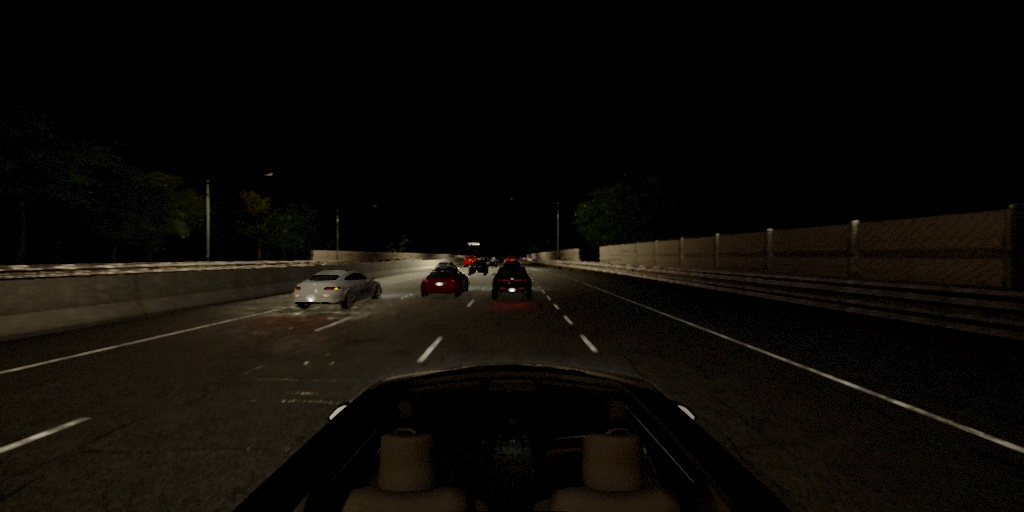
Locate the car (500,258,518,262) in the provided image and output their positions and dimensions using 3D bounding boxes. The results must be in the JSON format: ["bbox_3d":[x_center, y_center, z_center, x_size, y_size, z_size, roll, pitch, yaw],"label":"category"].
[{"bbox_3d":[0.008,1.224,38.183,1.882,1.535,5.008,0,0,0],"label":"car"}]

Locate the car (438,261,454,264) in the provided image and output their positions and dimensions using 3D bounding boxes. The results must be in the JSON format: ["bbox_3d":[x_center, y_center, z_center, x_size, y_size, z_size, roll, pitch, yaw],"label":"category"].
[{"bbox_3d":[-6.994,1.273,38.166,1.812,1.442,4.674,0,0,0],"label":"car"}]

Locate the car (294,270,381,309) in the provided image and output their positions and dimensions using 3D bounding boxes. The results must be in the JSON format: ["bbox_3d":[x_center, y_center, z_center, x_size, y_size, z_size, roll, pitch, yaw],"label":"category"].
[{"bbox_3d":[-6.998,1.280,14.779,1.812,1.442,4.674,0,0,0],"label":"car"}]

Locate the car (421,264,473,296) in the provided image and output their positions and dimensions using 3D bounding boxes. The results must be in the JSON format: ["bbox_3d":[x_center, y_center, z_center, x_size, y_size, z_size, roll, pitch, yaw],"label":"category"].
[{"bbox_3d":[-3.497,1.317,19.264,1.994,1.385,4.181,0,0,0],"label":"car"}]

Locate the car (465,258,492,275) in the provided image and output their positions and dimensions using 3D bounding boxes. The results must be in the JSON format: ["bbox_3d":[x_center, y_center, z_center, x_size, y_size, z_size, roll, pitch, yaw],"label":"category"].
[{"bbox_3d":[-3.492,1.253,38.172,1.837,1.490,4.892,0,0,0],"label":"car"}]

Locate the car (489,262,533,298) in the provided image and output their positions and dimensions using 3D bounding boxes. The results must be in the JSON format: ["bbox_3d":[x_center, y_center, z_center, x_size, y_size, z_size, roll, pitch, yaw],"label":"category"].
[{"bbox_3d":[0.004,1.259,18.381,1.837,1.490,4.892,0,0,0],"label":"car"}]

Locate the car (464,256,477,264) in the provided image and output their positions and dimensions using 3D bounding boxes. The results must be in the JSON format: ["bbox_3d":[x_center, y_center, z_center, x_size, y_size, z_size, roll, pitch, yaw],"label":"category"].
[{"bbox_3d":[-6.986,0.975,62.294,2.150,2.045,5.566,0,0,0],"label":"car"}]
